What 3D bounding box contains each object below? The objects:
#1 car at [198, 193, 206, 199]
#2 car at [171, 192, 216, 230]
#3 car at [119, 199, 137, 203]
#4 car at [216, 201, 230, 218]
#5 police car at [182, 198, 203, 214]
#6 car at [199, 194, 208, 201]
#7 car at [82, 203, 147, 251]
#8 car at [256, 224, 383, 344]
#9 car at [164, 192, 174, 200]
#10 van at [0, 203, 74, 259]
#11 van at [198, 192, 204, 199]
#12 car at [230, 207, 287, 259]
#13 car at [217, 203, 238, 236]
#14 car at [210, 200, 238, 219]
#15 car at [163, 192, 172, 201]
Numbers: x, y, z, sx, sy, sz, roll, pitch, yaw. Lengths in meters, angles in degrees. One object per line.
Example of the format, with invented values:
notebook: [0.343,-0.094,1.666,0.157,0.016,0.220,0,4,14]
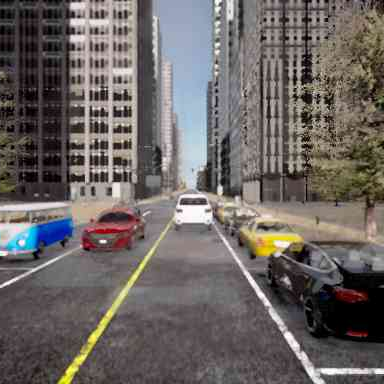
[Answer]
car: [2.652,1.144,89.715,1.967,1.590,4.097,0,0,0]
car: [0.088,1.179,20.868,2.150,2.045,5.566,0,0,0]
car: [-5.701,1.374,29.082,1.967,1.590,4.097,0,0,0]
car: [2.682,1.474,23.589,1.752,1.417,4.829,0,0,0]
police car: [0.080,1.416,35.791,2.038,1.542,4.974,0,0,1]
car: [2.753,1.198,78.347,1.967,1.590,4.097,0,0,0]
car: [-3.102,1.449,14.093,1.882,1.535,5.008,0,0,0]
car: [2.689,1.554,6.412,1.947,1.339,4.313,0,0,0]
car: [-5.754,1.047,84.029,2.192,1.841,5.009,0,0,0]
van: [-5.694,1.318,12.076,1.690,1.788,3.998,0,0,0]
van: [2.650,1.018,95.400,1.690,1.788,3.998,0,0,0]
car: [2.687,1.501,12.251,1.752,1.417,4.829,0,0,0]
car: [2.684,1.514,17.749,2.008,1.369,4.403,0,0,0]
car: [2.679,1.484,29.087,2.008,1.369,4.403,0,0,0]
car: [-5.818,1.198,78.344,1.967,1.590,4.097,0,0,0]
